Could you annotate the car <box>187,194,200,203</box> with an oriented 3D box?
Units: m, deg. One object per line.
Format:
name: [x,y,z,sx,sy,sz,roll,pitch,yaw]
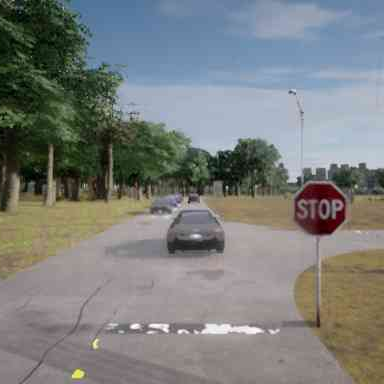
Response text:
car: [0.303,1.039,55.224,1.837,1.490,4.892,0,0,0]

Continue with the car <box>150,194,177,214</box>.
car: [-2.713,1.228,30.671,2.033,1.411,5.357,0,0,-1]

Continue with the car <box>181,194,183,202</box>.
car: [-2.653,1.085,50.450,1.812,1.442,4.674,0,0,1]

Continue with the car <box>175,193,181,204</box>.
car: [-2.689,1.141,40.409,1.812,1.442,4.674,0,0,0]

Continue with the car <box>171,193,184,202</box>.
car: [-2.544,1.000,60.783,2.128,1.511,4.902,0,0,0]

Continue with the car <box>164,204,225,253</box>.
car: [0.130,1.385,12.780,1.994,1.385,4.181,-1,1,0]
